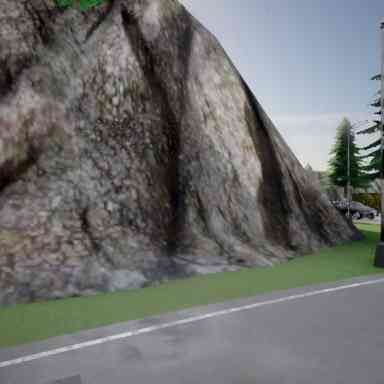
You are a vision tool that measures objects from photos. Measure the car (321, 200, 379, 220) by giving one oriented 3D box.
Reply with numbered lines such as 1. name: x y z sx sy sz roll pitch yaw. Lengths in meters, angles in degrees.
1. car: 13.420 1.492 28.473 2.128 1.511 4.902 0 0 -25
